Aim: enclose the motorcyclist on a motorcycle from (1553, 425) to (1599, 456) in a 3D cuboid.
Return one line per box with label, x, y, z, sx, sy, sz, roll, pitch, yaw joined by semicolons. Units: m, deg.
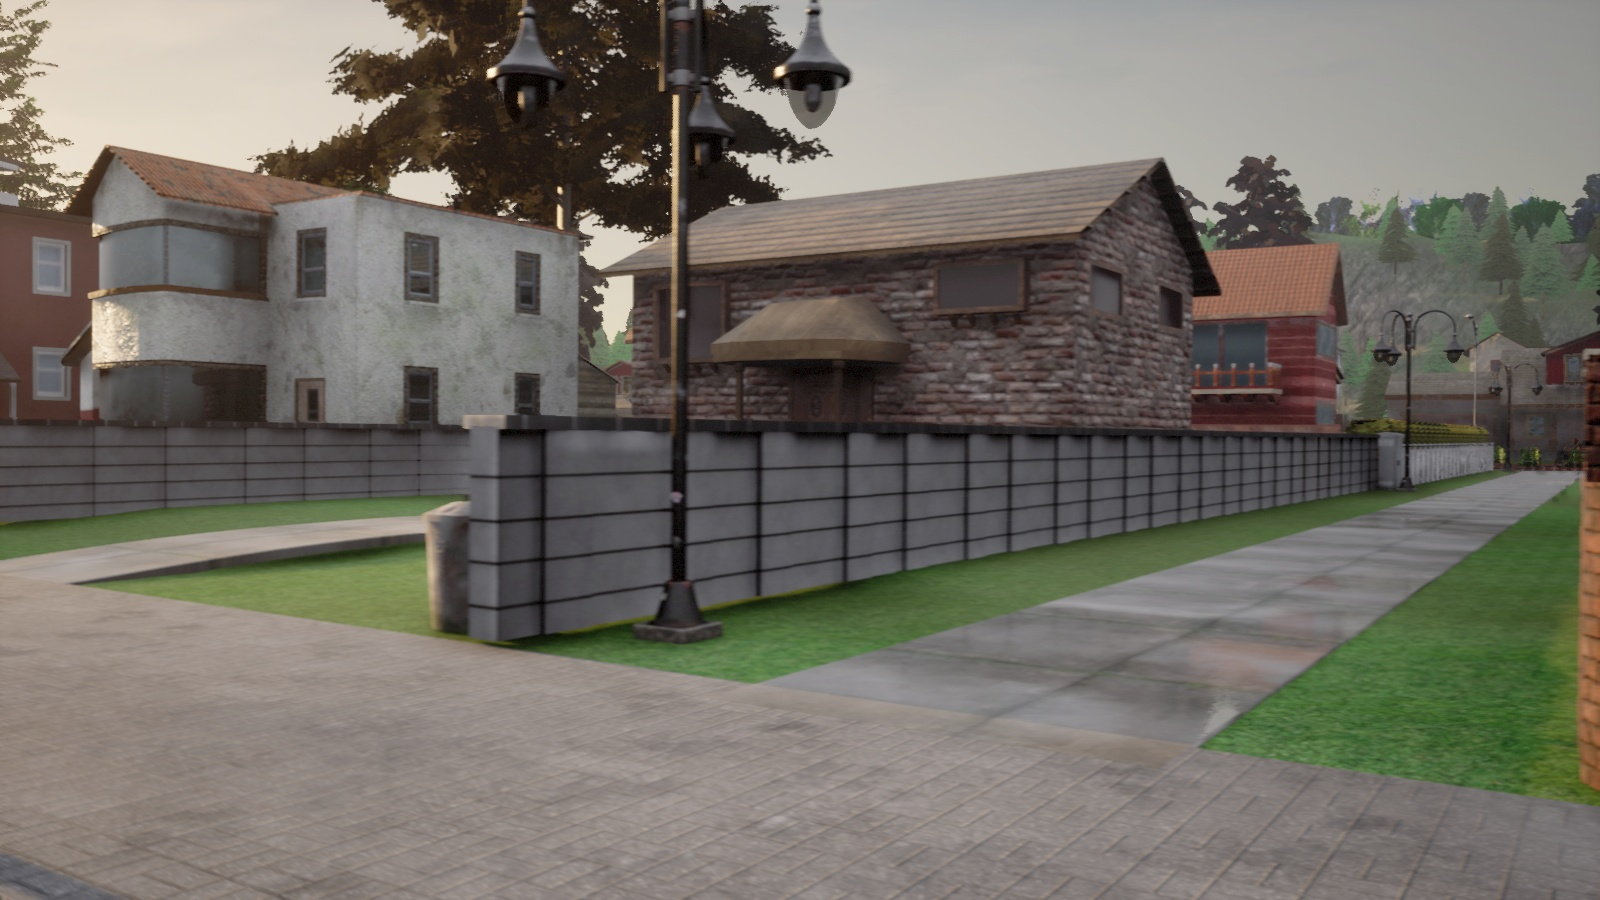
motorcyclist on a motorcycle;38.703;-0.491;62.505;2.044;1.523;0.797;0;1;33
